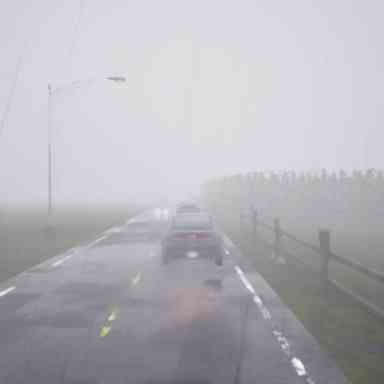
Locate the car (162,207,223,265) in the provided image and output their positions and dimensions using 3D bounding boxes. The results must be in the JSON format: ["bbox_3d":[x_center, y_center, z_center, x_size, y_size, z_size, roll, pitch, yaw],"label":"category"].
[{"bbox_3d":[-0.004,1.473,11.589,1.837,1.490,4.892,0,0,0],"label":"car"}]

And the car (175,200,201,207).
[{"bbox_3d":[-0.315,1.433,27.074,1.837,1.490,4.892,0,0,-1],"label":"car"}]

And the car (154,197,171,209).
[{"bbox_3d":[-3.846,1.384,43.850,2.128,1.511,4.902,0,0,-2],"label":"car"}]
